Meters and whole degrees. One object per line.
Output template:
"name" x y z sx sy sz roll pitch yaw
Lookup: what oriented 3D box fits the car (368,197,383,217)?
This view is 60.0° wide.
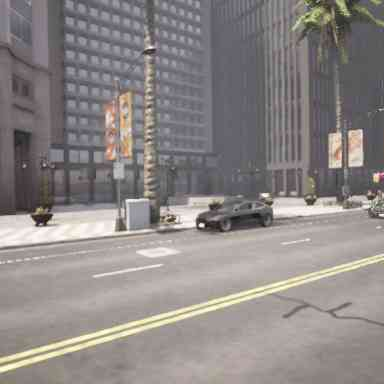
"car" 13.870 0.839 22.401 4.553 1.767 2.097 -2 1 -35

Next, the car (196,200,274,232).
"car" 2.413 1.219 18.151 4.786 1.482 2.161 -2 1 -36
